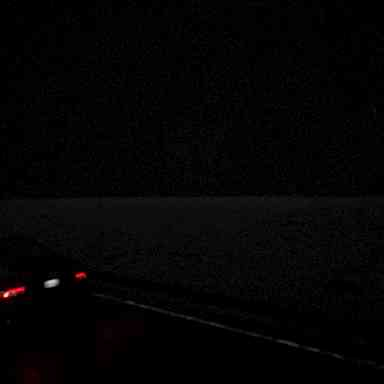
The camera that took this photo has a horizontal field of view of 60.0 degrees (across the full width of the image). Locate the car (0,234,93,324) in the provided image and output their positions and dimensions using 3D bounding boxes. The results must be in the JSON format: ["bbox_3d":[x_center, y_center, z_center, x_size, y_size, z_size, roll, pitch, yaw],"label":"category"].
[{"bbox_3d":[-4.439,1.639,7.130,5.357,1.411,2.033,-1,0,35],"label":"car"}]
